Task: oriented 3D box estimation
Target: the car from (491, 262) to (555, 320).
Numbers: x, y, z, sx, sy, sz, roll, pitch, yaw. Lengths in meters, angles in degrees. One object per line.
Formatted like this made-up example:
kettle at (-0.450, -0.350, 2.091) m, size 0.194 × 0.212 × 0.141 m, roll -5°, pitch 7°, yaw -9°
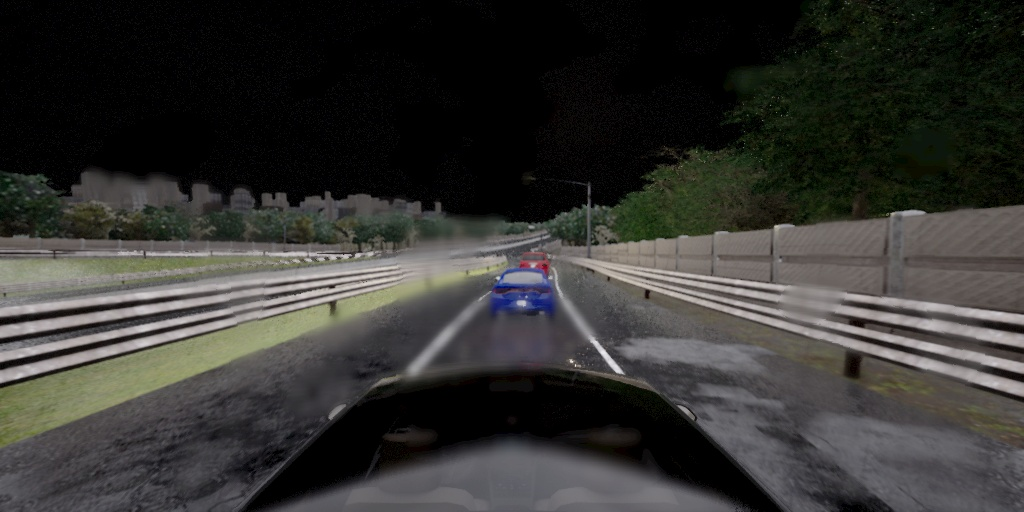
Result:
car at (0.435, 1.141, 12.309) m, size 1.882 × 1.535 × 5.008 m, roll 0°, pitch 1°, yaw 3°

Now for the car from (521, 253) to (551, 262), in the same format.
car at (1.817, 0.765, 27.770) m, size 2.150 × 2.045 × 5.566 m, roll 1°, pitch 1°, yaw 7°
